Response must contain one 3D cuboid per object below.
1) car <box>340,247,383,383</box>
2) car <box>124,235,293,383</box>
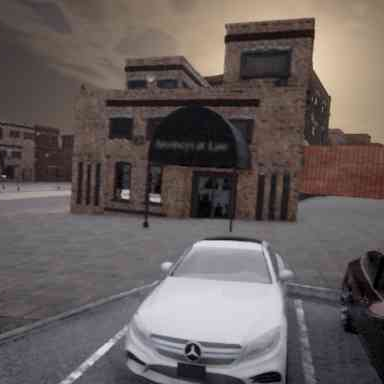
[{"bbox_3d":[3.010,1.496,3.759,2.163,1.488,4.792,1,-1,15],"label":"car"},{"bbox_3d":[0.596,1.505,5.478,2.002,1.452,4.674,1,-1,15],"label":"car"}]
